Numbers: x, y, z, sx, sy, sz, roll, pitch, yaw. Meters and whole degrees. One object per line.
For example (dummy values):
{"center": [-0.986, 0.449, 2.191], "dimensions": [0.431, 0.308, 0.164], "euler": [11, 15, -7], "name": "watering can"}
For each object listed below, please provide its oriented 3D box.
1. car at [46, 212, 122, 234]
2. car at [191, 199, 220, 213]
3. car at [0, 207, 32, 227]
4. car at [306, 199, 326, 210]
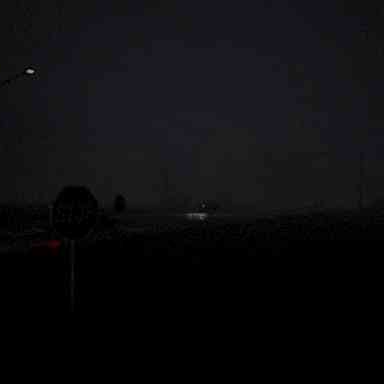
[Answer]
{"center": [-6.369, 1.748, 19.989], "dimensions": [1.812, 1.442, 4.674], "euler": [1, 0, 36], "name": "car"}
{"center": [1.828, 1.720, 43.303], "dimensions": [2.097, 1.767, 4.553], "euler": [1, -1, 36], "name": "car"}
{"center": [-13.174, 1.740, 22.519], "dimensions": [1.994, 1.385, 4.181], "euler": [1, 0, 36], "name": "car"}
{"center": [21.567, 2.288, 58.703], "dimensions": [1.837, 1.490, 4.892], "euler": [1, 0, 36], "name": "car"}
